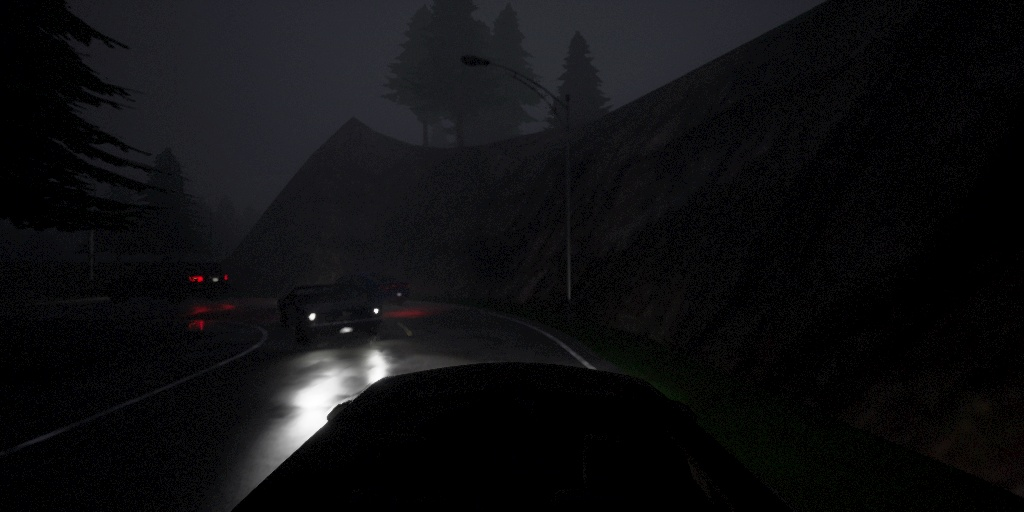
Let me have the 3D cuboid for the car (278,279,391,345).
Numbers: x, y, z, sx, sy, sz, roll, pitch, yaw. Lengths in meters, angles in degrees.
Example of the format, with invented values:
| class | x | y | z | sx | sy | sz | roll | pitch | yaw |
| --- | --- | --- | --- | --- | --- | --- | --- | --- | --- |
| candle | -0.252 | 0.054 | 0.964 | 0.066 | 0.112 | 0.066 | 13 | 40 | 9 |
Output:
| class | x | y | z | sx | sy | sz | roll | pitch | yaw |
| --- | --- | --- | --- | --- | --- | --- | --- | --- | --- |
| car | -5.355 | 1.505 | 10.329 | 1.895 | 1.301 | 4.718 | 0 | -1 | -39 |

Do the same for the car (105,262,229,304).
| class | x | y | z | sx | sy | sz | roll | pitch | yaw |
| --- | --- | --- | --- | --- | --- | --- | --- | --- | --- |
| car | -17.835 | 1.324 | 18.693 | 5.566 | 2.045 | 2.150 | 0 | -1 | 7 |

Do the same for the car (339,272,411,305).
| class | x | y | z | sx | sy | sz | roll | pitch | yaw |
| --- | --- | --- | --- | --- | --- | --- | --- | --- | --- |
| car | -6.827 | 1.473 | 16.245 | 5.008 | 1.535 | 1.882 | -1 | -1 | 31 |
